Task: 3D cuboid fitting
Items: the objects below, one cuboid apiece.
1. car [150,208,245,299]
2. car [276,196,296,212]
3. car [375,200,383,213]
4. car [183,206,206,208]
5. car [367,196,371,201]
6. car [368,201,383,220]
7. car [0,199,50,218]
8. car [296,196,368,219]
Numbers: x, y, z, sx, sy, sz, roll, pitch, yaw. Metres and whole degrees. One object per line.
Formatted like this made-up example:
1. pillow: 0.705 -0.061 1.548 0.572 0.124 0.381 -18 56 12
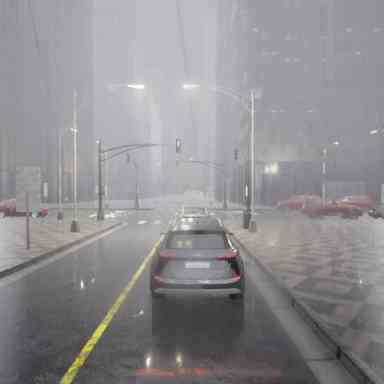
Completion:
1. car: 0.126 1.428 8.434 2.033 1.649 4.856 0 0 1
2. car: 12.188 1.325 37.727 5.009 1.841 2.192 0 1 0
3. car: 23.473 1.634 37.739 4.313 1.339 1.947 0 1 0
4. car: 0.133 1.507 17.521 1.837 1.490 4.892 0 0 0
5. car: 17.831 1.353 37.732 5.009 1.841 2.192 0 1 0
6. car: 17.827 1.742 29.211 4.313 1.339 1.947 0 1 0
7. car: -14.857 1.566 29.184 4.507 1.381 1.887 0 1 0
8. car: 12.185 1.463 29.203 5.009 1.841 2.192 0 1 0
